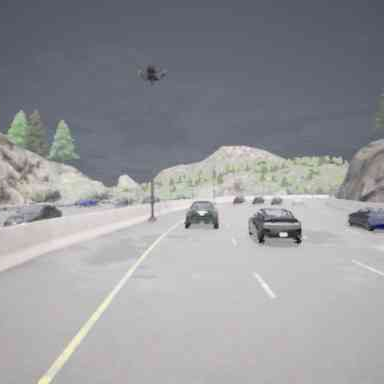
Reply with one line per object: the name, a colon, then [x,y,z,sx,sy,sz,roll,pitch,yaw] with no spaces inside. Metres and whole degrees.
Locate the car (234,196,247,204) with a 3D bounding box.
car: [9.238,1.582,63.721,1.837,1.490,4.892,-1,-1,19]

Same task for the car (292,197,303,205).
car: [19.779,1.602,62.142,1.812,1.442,4.674,0,0,20]

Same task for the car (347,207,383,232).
car: [11.096,1.589,20.323,1.994,1.385,4.181,0,0,5]

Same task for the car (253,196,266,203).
car: [12.851,1.581,63.481,1.837,1.490,4.892,-1,-1,20]

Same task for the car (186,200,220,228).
car: [0.797,1.379,22.833,2.097,1.767,4.553,0,0,5]

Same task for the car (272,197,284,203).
car: [16.168,1.624,62.833,2.033,1.411,5.357,0,0,20]

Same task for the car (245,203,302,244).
car: [3.825,1.511,15.868,2.128,1.511,4.902,0,0,3]

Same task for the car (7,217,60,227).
car: [-9.981,1.551,21.432,1.812,1.442,4.674,0,0,5]
